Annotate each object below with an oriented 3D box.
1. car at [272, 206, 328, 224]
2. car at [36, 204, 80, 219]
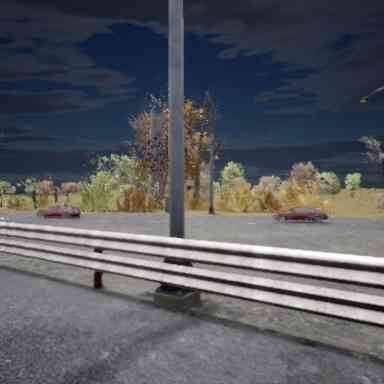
[{"bbox_3d":[9.454,1.948,29.208,4.674,1.442,1.812,0,0,11],"label":"car"},{"bbox_3d":[-13.623,1.952,33.950,4.181,1.385,1.994,0,0,12],"label":"car"}]
